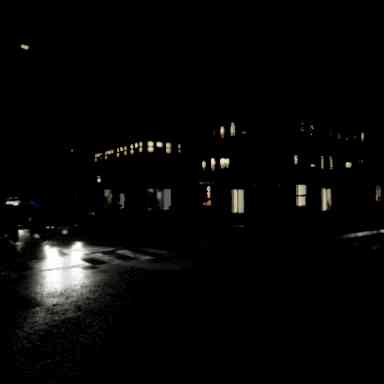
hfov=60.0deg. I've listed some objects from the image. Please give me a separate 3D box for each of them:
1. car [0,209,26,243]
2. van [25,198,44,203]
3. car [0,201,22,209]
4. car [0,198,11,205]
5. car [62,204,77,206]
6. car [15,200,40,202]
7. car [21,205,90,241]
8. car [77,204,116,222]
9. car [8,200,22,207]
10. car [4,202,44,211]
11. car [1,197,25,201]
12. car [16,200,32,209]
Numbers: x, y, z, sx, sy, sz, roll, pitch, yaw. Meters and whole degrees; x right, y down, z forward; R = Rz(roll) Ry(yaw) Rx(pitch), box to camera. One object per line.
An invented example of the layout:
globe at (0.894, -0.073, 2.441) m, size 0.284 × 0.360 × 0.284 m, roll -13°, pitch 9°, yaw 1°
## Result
car at (-10.040, 1.815, 16.920) m, size 1.947 × 1.339 × 4.313 m, roll -2°, pitch 0°, yaw -35°
van at (-23.991, 1.897, 51.200) m, size 1.690 × 1.788 × 3.998 m, roll -2°, pitch 0°, yaw -35°
car at (-18.812, 1.960, 33.959) m, size 1.812 × 1.442 × 4.674 m, roll -1°, pitch 0°, yaw -35°
car at (-46.442, 2.400, 82.776) m, size 1.967 × 1.590 × 4.097 m, roll -2°, pitch 0°, yaw -35°
car at (-11.154, 1.894, 33.158) m, size 1.802 × 1.307 × 4.206 m, roll -2°, pitch 0°, yaw -35°
car at (-21.994, 2.110, 43.946) m, size 1.895 × 1.301 × 4.718 m, roll -1°, pitch 0°, yaw -35°
car at (-7.592, 1.705, 18.169) m, size 2.128 × 1.511 × 4.902 m, roll -1°, pitch 0°, yaw -35°
car at (-7.947, 1.800, 28.646) m, size 2.008 × 1.369 × 4.403 m, roll -2°, pitch 0°, yaw -35°
car at (-36.816, 2.355, 69.244) m, size 1.947 × 1.339 × 4.313 m, roll -2°, pitch 0°, yaw -35°
car at (-13.093, 1.801, 25.905) m, size 1.882 × 1.535 × 5.008 m, roll -1°, pitch 0°, yaw -35°
car at (-29.440, 1.869, 54.409) m, size 2.150 × 2.045 × 5.566 m, roll -1°, pitch 0°, yaw -35°
car at (-30.401, 2.218, 60.222) m, size 1.887 × 1.381 × 4.507 m, roll -2°, pitch 0°, yaw -35°
